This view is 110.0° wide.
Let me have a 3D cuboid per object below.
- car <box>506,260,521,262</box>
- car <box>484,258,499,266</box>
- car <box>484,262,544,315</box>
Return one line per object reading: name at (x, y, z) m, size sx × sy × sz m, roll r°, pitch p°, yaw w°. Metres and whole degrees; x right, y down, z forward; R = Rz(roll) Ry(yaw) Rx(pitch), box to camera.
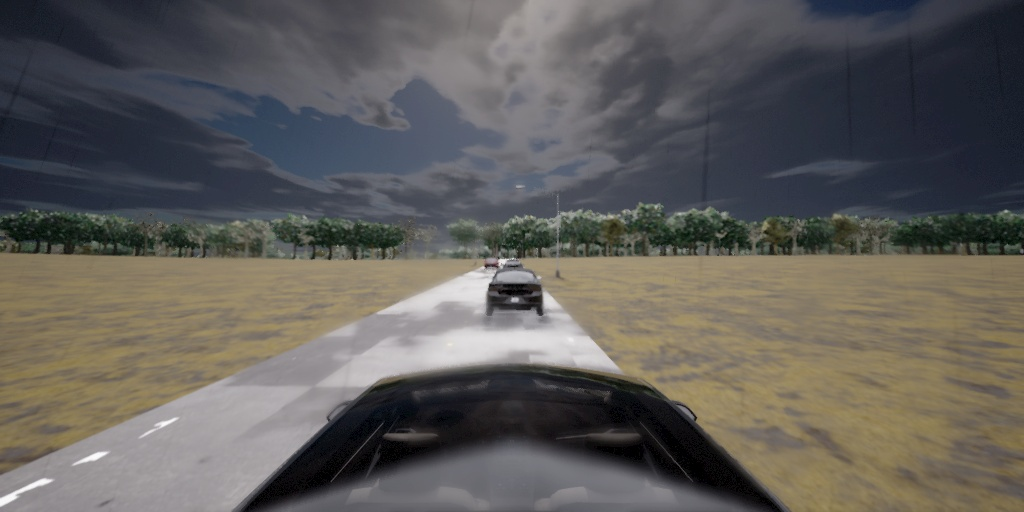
car at (0.105, 1.086, 32.401) m, size 1.837 × 1.490 × 4.892 m, roll 0°, pitch 0°, yaw 0°
car at (-2.806, 0.965, 49.523) m, size 1.882 × 1.535 × 5.008 m, roll 0°, pitch 0°, yaw 0°
car at (0.101, 1.164, 13.323) m, size 1.882 × 1.535 × 5.008 m, roll 0°, pitch 0°, yaw 0°
